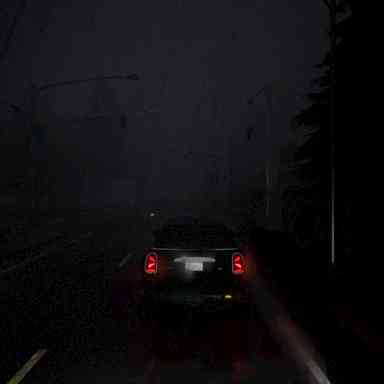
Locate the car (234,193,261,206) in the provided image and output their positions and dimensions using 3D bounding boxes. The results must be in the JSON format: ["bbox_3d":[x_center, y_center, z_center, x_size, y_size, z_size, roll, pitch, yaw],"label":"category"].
[{"bbox_3d":[8.508,1.144,51.295,3.866,1.878,1.905,0,0,-1],"label":"car"}]

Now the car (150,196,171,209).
[{"bbox_3d":[-3.967,1.495,40.702,1.812,1.442,4.674,0,0,0],"label":"car"}]

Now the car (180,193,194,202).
[{"bbox_3d":[-0.835,1.552,73.435,1.895,1.301,4.718,0,0,-7],"label":"car"}]

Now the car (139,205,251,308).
[{"bbox_3d":[0.072,1.352,8.071,2.097,1.767,4.553,0,0,1],"label":"car"}]

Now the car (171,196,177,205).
[{"bbox_3d":[-4.044,1.532,55.593,1.994,1.385,4.181,0,0,0],"label":"car"}]

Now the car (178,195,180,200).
[{"bbox_3d":[-4.177,1.492,70.918,1.812,1.442,4.674,0,0,-1],"label":"car"}]

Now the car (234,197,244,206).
[{"bbox_3d":[8.919,1.142,48.784,4.605,1.855,1.932,0,0,-1],"label":"car"}]
